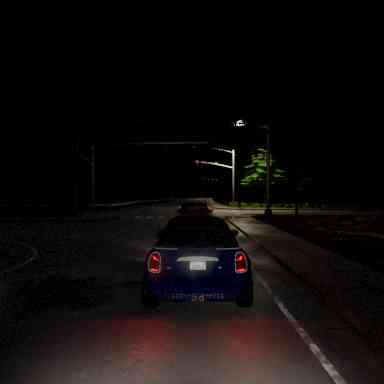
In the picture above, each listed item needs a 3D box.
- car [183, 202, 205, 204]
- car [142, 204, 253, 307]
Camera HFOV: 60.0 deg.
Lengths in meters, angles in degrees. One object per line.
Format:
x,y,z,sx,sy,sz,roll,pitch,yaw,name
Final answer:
0.116,1.338,18.237,2.097,1.767,4.553,0,0,0,car
0.106,1.347,8.116,2.097,1.767,4.553,0,0,0,car
